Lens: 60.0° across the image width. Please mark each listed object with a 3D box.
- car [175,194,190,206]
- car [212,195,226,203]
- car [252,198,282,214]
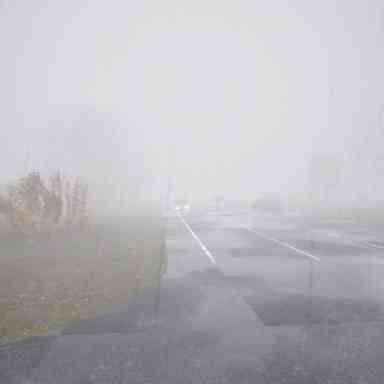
[{"bbox_3d":[-1.586,1.405,51.537,1.895,1.301,4.718,0,0,-6],"label":"car"},{"bbox_3d":[4.812,1.244,60.011,1.837,1.490,4.892,0,0,-5],"label":"car"},{"bbox_3d":[7.381,1.351,33.046,2.128,1.511,4.902,0,0,-5],"label":"car"}]
